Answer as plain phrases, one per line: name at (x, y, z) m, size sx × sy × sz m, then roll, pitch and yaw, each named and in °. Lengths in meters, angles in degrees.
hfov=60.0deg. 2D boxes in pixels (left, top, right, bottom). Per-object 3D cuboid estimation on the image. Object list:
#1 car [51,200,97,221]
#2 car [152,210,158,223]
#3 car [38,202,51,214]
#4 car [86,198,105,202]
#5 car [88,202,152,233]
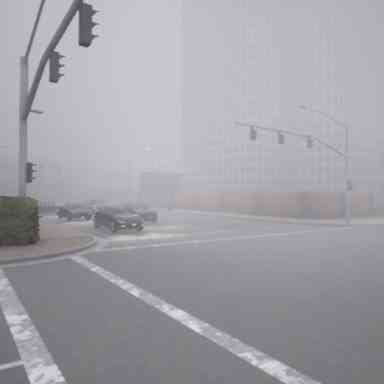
car at (-10.242, 1.660, 28.788) m, size 2.033 × 1.411 × 5.357 m, roll 1°, pitch -1°, yaw -35°
car at (-4.497, 1.634, 26.681) m, size 1.882 × 1.535 × 5.008 m, roll 1°, pitch -1°, yaw -35°
car at (-15.940, 1.716, 36.971) m, size 1.895 × 1.301 × 4.718 m, roll 1°, pitch -1°, yaw -35°
car at (-9.812, 1.511, 34.298) m, size 2.097 × 1.767 × 4.553 m, roll 1°, pitch -1°, yaw -35°
car at (-4.659, 1.614, 20.802) m, size 1.837 × 1.490 × 4.892 m, roll 1°, pitch -1°, yaw -35°
